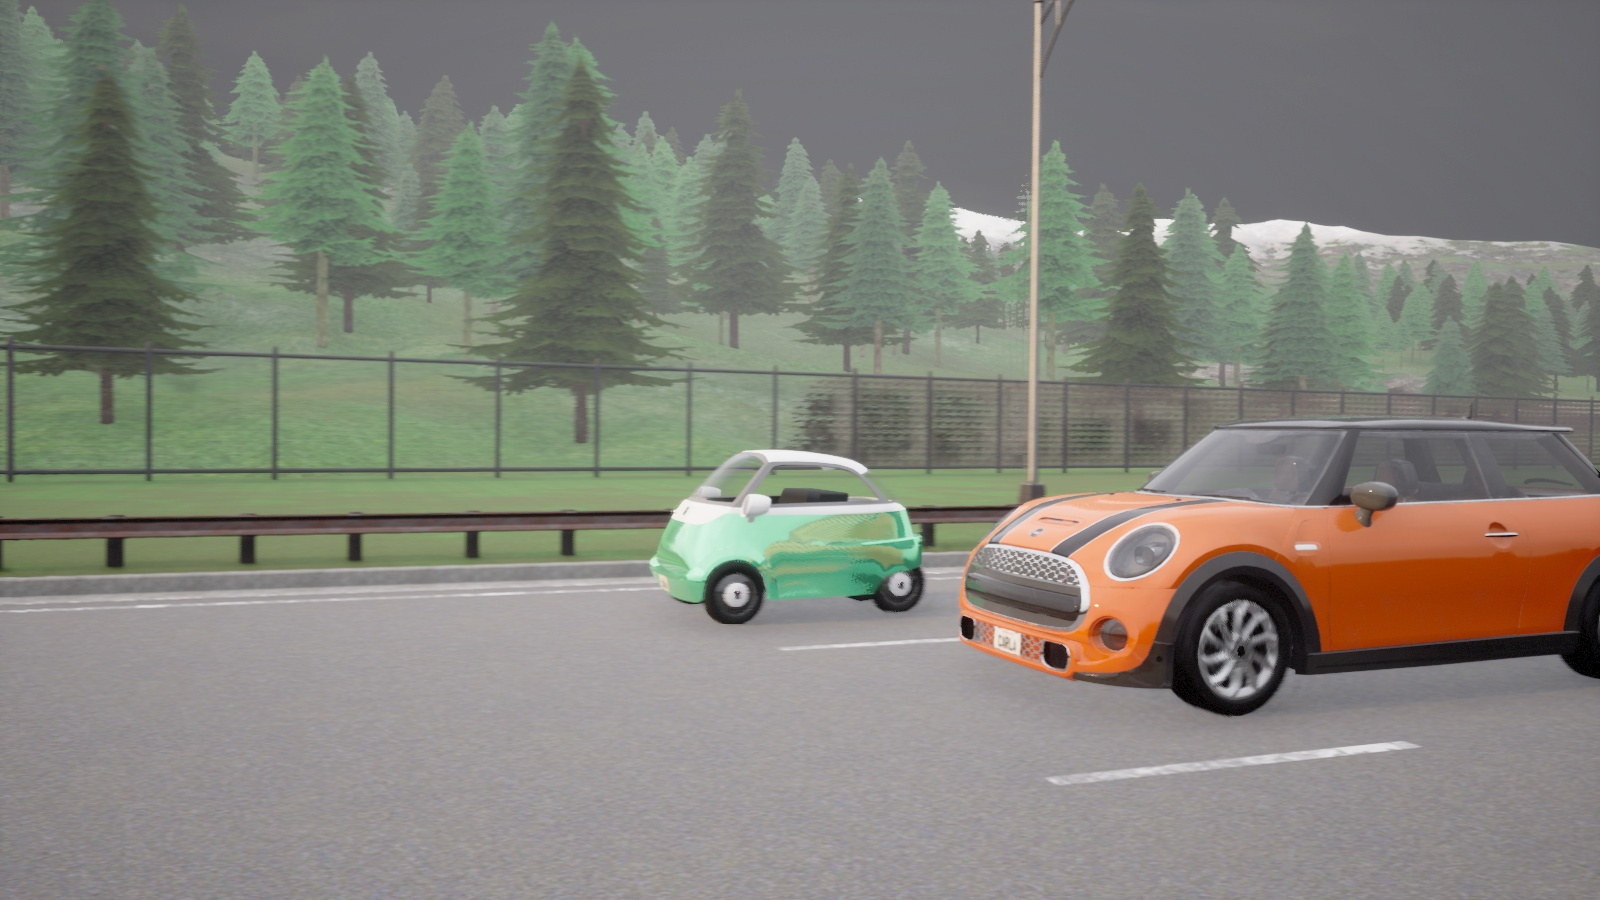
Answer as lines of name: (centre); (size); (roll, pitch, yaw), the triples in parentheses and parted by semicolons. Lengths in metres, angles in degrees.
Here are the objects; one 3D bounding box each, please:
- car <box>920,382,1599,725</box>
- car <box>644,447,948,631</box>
car: (3.314, 0.487, 8.239); (4.553, 1.767, 2.097); (-1, 1, -21)
car: (-0.072, 0.679, 10.700); (2.207, 1.376, 1.481); (0, 1, -21)
